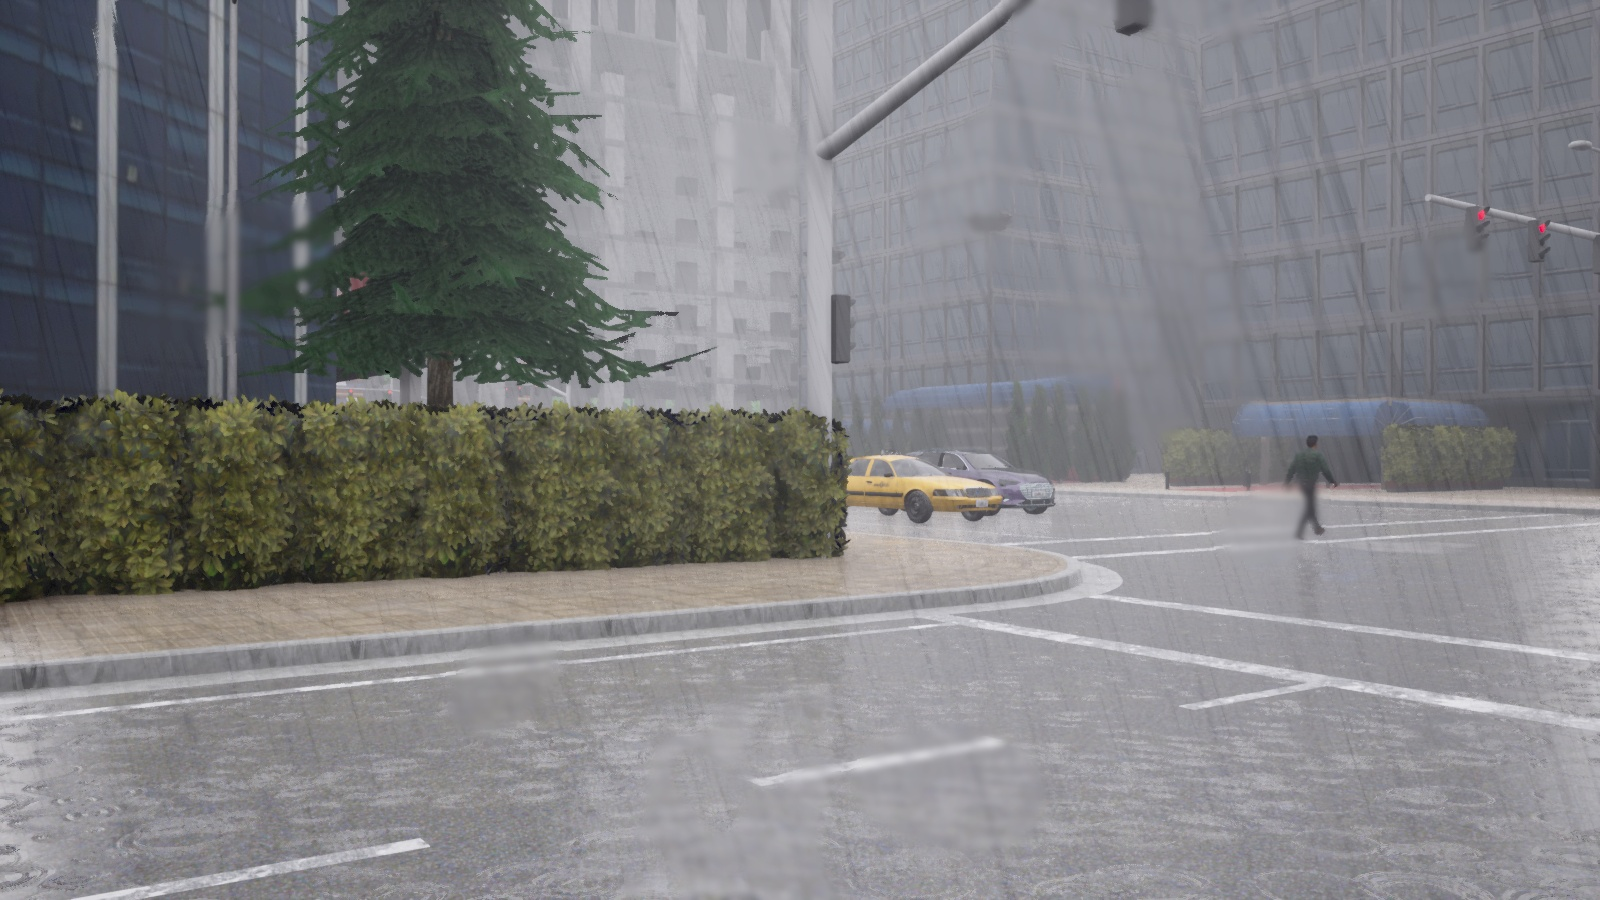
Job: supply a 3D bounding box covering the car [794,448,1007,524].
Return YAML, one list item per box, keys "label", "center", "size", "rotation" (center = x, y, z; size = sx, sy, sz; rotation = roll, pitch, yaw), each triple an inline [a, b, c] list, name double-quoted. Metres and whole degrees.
- label: "car"
  center: [2.141, 0.749, 28.553]
  size: [1.801, 1.575, 5.366]
  rotation: [0, 0, -35]

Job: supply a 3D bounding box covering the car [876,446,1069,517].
- label: "car"
  center: [4.245, 0.743, 31.635]
  size: [2.033, 1.649, 4.856]
  rotation: [0, 0, -35]

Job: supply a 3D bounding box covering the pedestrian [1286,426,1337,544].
- label: "pedestrian"
  center: [8.633, 0.575, 21.175]
  size: [0.788, 1.949, 0.423]
  rotation: [0, 0, -34]
